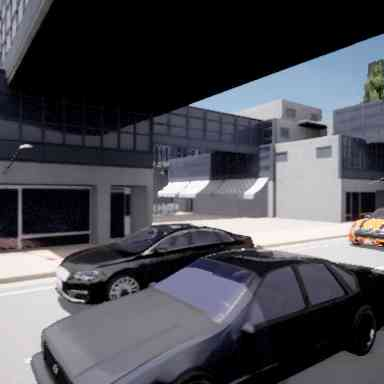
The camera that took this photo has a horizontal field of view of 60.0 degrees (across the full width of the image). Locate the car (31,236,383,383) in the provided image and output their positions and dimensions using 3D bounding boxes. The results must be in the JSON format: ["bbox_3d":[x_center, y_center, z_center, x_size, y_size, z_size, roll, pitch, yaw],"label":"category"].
[{"bbox_3d":[0.833,1.569,4.589,5.357,1.411,2.033,0,0,-36],"label":"car"}]

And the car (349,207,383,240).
[{"bbox_3d":[8.942,1.439,14.681,4.553,1.767,2.097,0,0,-35],"label":"car"}]

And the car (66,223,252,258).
[{"bbox_3d":[-0.583,1.521,7.877,4.902,1.511,2.128,0,0,-36],"label":"car"}]
